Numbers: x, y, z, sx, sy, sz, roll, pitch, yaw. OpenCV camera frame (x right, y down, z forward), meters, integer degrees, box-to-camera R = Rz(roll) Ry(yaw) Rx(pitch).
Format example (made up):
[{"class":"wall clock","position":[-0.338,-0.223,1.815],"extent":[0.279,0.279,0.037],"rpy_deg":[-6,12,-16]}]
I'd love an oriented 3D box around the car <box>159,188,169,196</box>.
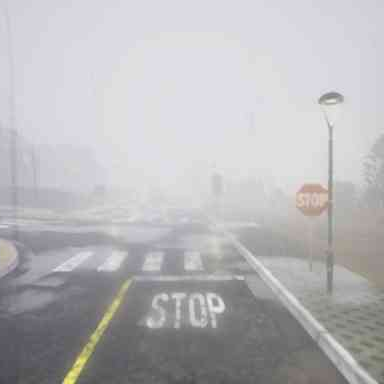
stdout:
[{"class":"car","position":[-5.730,0.030,68.813],"extent":[1.837,1.490,4.892],"rpy_deg":[0,1,-3]}]

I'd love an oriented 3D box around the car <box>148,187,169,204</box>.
[{"class":"car","position":[-4.499,0.426,43.965],"extent":[2.150,2.045,5.566],"rpy_deg":[0,1,-3]}]
